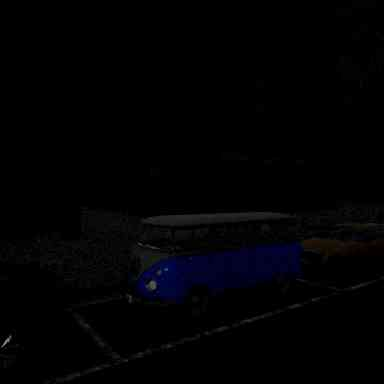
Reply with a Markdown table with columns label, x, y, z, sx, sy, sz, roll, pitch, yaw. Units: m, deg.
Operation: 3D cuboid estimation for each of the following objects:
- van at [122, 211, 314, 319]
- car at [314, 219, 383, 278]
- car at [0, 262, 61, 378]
| label | x | y | z | sx | sy | sz | roll | pitch | yaw |
| --- | --- | --- | --- | --- | --- | --- | --- | --- | --- |
| van | 0.592 | 1.341 | 7.075 | 3.998 | 1.788 | 1.690 | 0 | 0 | -36 |
| car | 4.880 | 1.526 | 10.135 | 4.829 | 1.417 | 1.752 | 0 | 0 | -36 |
| car | -3.834 | 1.566 | 3.916 | 4.313 | 1.339 | 1.947 | 0 | 0 | -36 |
